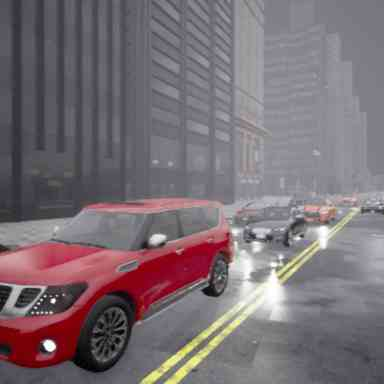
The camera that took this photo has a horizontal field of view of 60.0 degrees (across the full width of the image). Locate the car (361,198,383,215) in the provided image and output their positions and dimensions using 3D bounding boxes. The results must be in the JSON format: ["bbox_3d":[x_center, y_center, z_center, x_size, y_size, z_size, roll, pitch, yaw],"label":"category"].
[{"bbox_3d":[17.020,1.427,31.213,1.895,1.301,4.718,0,0,30],"label":"car"}]

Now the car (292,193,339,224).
[{"bbox_3d":[8.852,1.212,23.627,2.097,1.767,4.553,0,0,30],"label":"car"}]

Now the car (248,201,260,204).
[{"bbox_3d":[4.428,1.384,22.423,1.812,1.442,4.674,0,1,30],"label":"car"}]

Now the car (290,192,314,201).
[{"bbox_3d":[12.118,1.010,35.829,2.150,2.045,5.566,0,0,30],"label":"car"}]

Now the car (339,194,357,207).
[{"bbox_3d":[21.455,1.009,45.691,2.097,1.767,4.553,0,0,30],"label":"car"}]

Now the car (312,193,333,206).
[{"bbox_3d":[18.627,0.991,47.293,2.097,1.767,4.553,0,0,30],"label":"car"}]

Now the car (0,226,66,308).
[{"bbox_3d":[-4.875,1.547,6.044,1.895,1.301,4.718,0,0,30],"label":"car"}]

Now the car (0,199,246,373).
[{"bbox_3d":[-1.057,1.176,6.164,2.150,2.045,5.566,0,0,30],"label":"car"}]

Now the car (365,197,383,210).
[{"bbox_3d":[22.537,1.372,40.974,1.895,1.301,4.718,0,0,30],"label":"car"}]

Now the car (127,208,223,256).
[{"bbox_3d":[-0.520,1.469,13.698,1.994,1.385,4.181,0,0,30],"label":"car"}]

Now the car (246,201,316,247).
[{"bbox_3d":[3.839,1.400,14.806,2.128,1.511,4.902,0,0,30],"label":"car"}]
